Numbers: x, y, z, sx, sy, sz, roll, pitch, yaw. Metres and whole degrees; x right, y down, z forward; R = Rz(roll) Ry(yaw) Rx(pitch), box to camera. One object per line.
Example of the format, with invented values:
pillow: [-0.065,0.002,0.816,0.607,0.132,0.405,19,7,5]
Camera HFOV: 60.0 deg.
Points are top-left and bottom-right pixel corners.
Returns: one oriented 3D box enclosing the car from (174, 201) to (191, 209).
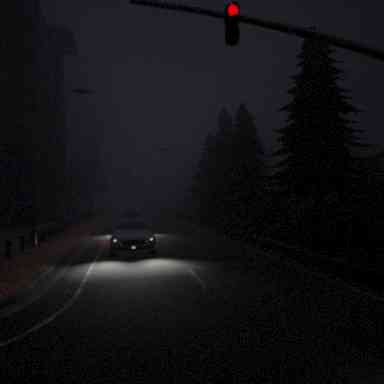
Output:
car: [-2.366,3.073,80.126,3.866,1.878,1.905,-1,-1,-11]

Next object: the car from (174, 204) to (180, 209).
car: [-1.506,3.000,77.732,4.605,1.855,1.932,-1,-1,-11]

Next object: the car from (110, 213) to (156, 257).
car: [-2.717,1.947,15.285,1.812,1.442,4.674,-1,-1,-11]

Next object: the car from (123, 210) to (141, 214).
car: [-4.576,2.195,25.417,1.837,1.490,4.892,-1,-1,-10]
